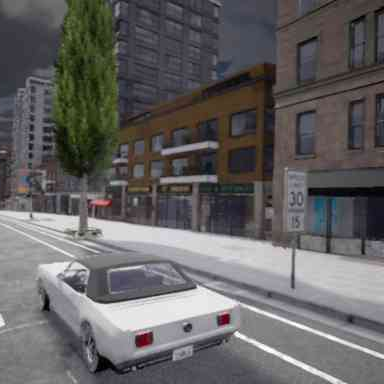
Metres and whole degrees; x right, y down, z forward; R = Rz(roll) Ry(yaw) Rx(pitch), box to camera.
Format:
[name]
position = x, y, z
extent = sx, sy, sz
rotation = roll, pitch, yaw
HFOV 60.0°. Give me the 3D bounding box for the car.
[car]
position = -1.413, 1.769, 5.996
extent = 1.895, 1.301, 4.718
rotation = 2, -2, -36
